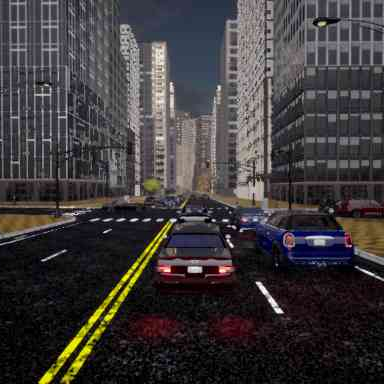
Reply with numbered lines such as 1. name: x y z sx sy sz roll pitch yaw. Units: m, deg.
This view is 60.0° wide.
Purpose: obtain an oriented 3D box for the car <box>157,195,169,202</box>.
1. car: -6.360 1.475 72.992 2.033 1.411 5.357 0 0 0

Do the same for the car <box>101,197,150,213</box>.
1. car: -7.302 1.526 35.528 4.718 1.301 1.895 0 1 -18

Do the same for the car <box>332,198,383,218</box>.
1. car: 16.260 1.517 30.950 5.009 1.841 2.192 1 0 1

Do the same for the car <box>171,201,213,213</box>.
1. car: 0.136 1.481 18.668 2.128 1.511 4.902 0 0 0

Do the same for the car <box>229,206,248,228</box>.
1. car: 3.390 1.536 20.277 2.033 1.411 5.357 0 0 0

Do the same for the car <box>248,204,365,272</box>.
1. car: 3.370 1.347 10.892 2.097 1.767 4.553 0 0 0

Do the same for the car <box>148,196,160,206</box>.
1. car: -6.493 1.466 52.442 1.837 1.490 4.892 0 0 0

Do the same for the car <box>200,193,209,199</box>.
1. car: 3.429 1.093 92.152 2.097 1.767 4.553 0 0 0

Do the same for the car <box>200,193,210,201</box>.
1. car: 3.409 1.392 81.763 1.882 1.535 5.008 0 0 0

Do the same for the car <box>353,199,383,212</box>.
1. car: 21.885 1.640 39.226 4.829 1.417 1.752 1 0 1

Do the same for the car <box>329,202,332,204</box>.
1. car: 16.485 1.614 36.758 4.892 1.490 1.837 0 1 -1

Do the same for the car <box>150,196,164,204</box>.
1. car: -6.440 1.497 62.322 2.033 1.411 5.357 0 0 0

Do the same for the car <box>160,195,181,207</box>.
1. car: -3.224 1.315 50.602 2.097 1.767 4.553 0 0 -1

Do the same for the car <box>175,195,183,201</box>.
1. car: -3.097 1.426 79.577 1.837 1.490 4.892 0 0 0

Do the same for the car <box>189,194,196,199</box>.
1. car: 0.179 1.277 92.189 2.033 1.411 5.357 0 0 0

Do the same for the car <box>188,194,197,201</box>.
1. car: 0.159 1.414 81.772 1.837 1.490 4.892 0 0 0

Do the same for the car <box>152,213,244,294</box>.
1. car: 0.110 1.543 8.923 2.033 1.411 5.357 0 0 1
